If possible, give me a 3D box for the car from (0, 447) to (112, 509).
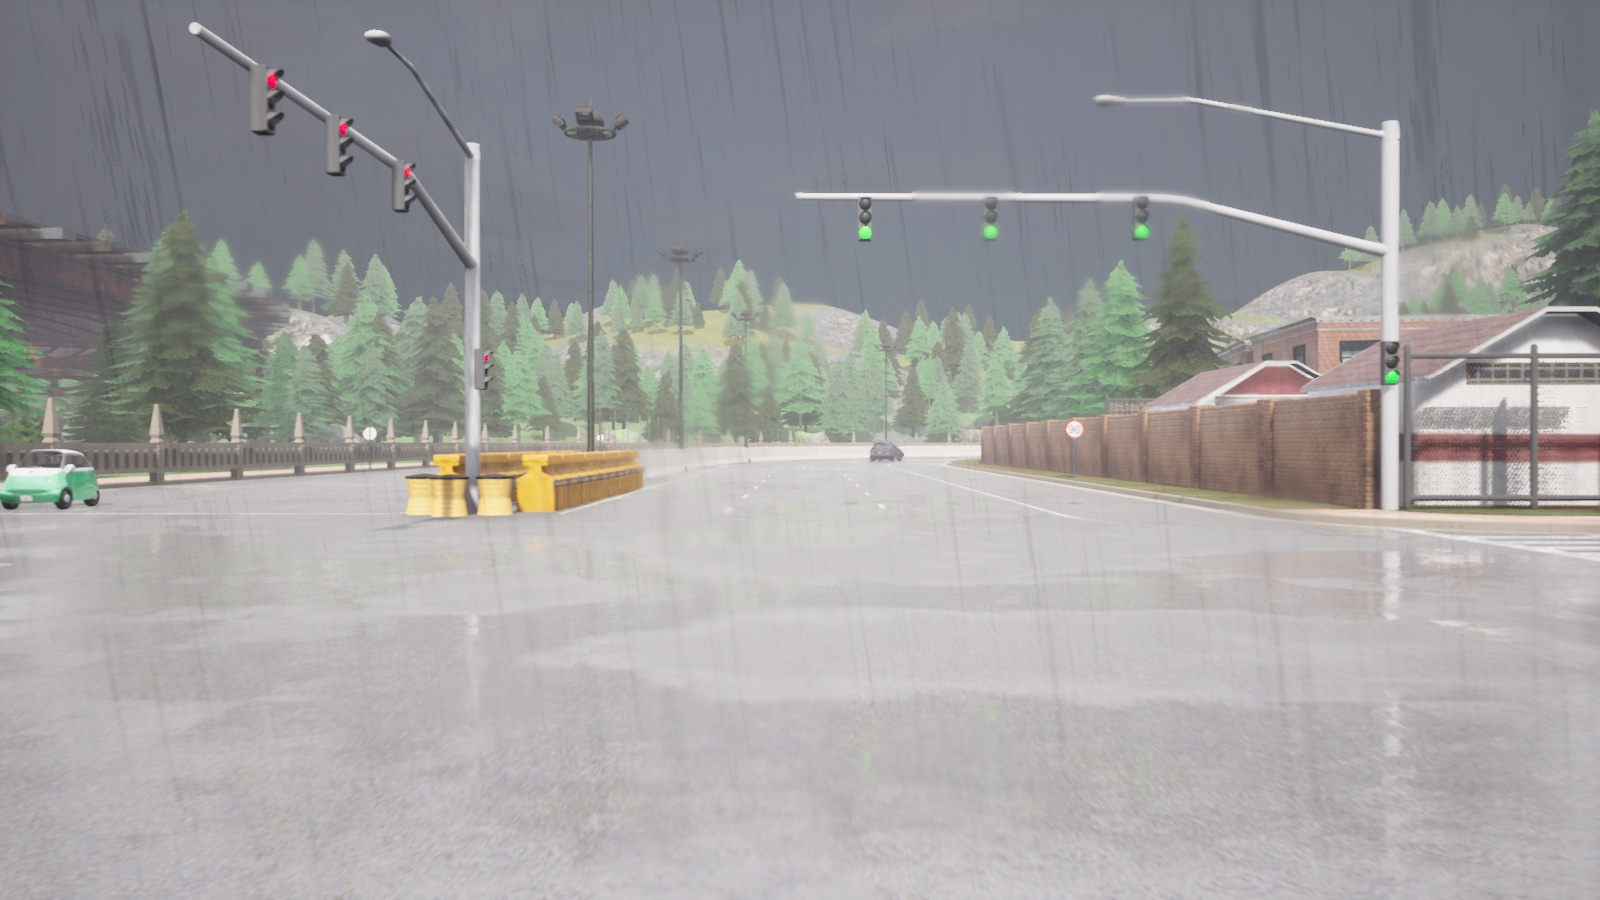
[{"bbox_3d":[-17.316,0.633,29.152,1.481,1.376,2.207,0,0,0],"label":"car"}]
